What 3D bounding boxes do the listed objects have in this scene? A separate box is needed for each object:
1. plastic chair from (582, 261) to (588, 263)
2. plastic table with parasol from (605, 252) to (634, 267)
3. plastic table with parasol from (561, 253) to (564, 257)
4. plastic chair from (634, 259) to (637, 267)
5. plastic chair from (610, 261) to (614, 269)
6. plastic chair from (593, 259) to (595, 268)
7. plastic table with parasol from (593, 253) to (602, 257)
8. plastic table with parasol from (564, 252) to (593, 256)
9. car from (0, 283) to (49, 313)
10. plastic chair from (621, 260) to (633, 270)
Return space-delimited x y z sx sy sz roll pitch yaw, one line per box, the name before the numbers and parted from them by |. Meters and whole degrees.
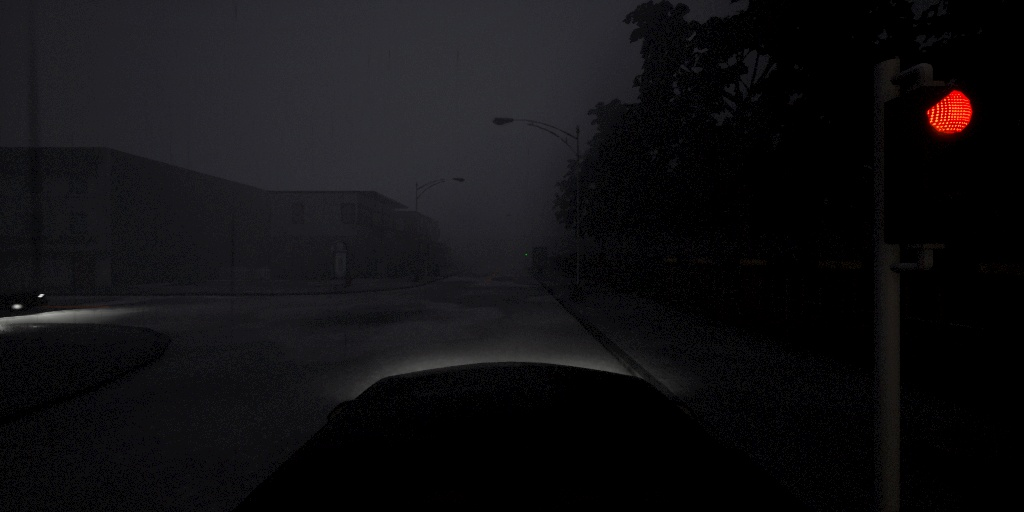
plastic chair | 10.738 1.310 52.936 0.750 1.272 0.730 0 0 -40
plastic table with parasol | 15.324 0.694 51.191 2.482 2.480 2.482 0 0 -40
plastic table with parasol | 10.723 0.705 62.374 2.482 2.480 2.482 0 0 -40
plastic chair | 18.680 1.161 54.638 0.750 1.272 0.730 0 0 -39
plastic chair | 14.350 1.306 50.290 0.730 1.272 0.750 0 0 -35
plastic chair | 13.755 1.304 58.518 0.730 1.272 0.750 0 0 -35
plastic table with parasol | 14.707 0.673 59.405 2.482 2.480 2.482 0 0 -42
plastic table with parasol | 10.007 0.684 53.933 2.482 2.480 2.482 0 0 -40
car | -19.117 1.298 11.946 5.357 1.411 2.033 0 0 0
plastic chair | 16.056 1.296 50.192 0.750 1.272 0.730 0 0 -40
